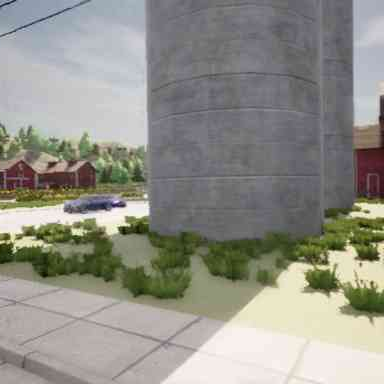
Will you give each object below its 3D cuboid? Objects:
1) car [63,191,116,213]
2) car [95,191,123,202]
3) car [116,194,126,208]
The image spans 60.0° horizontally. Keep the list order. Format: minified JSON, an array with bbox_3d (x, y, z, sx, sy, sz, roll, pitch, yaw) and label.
[{"bbox_3d":[-9.666,1.061,30.931,2.097,1.767,4.553,0,1,29],"label":"car"},{"bbox_3d":[-14.413,0.721,57.695,4.605,1.855,1.932,0,1,30],"label":"car"},{"bbox_3d":[-9.866,1.082,38.951,4.611,1.667,2.242,0,1,30],"label":"car"}]
